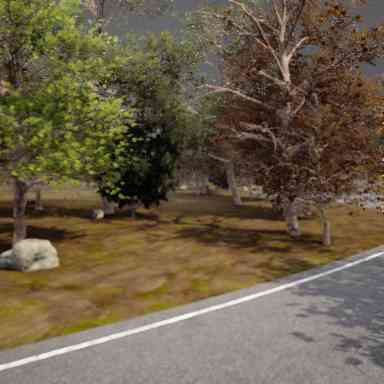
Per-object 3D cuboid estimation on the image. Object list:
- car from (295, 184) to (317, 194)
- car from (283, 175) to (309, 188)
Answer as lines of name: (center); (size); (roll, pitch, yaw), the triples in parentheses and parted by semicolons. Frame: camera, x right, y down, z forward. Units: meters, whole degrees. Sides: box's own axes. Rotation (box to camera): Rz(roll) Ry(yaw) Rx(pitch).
car: (16.717, -0.807, 45.435); (2.150, 2.045, 5.566); (-5, 3, -9)
car: (20.565, -2.112, 65.537); (5.566, 2.045, 2.150); (-7, 4, -41)
